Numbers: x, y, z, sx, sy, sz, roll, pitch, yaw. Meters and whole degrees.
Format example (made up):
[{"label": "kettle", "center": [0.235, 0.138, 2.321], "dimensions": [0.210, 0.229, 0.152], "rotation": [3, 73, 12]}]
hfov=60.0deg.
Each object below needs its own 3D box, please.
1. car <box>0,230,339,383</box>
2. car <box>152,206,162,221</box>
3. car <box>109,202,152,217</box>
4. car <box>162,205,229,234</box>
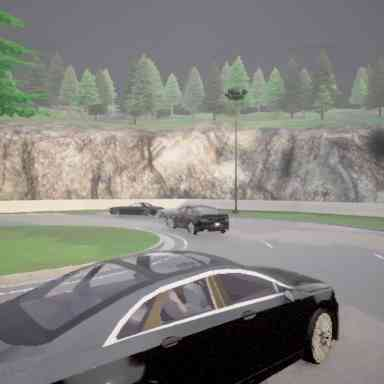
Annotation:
[{"label": "car", "center": [-0.026, 1.492, 4.020], "dimensions": [4.902, 1.511, 2.128], "rotation": [0, 0, -41]}, {"label": "car", "center": [-0.414, 1.599, 24.838], "dimensions": [4.718, 1.301, 1.895], "rotation": [0, 0, 37]}, {"label": "car", "center": [-5.127, 1.599, 30.420], "dimensions": [4.718, 1.301, 1.895], "rotation": [0, 0, 12]}, {"label": "car", "center": [0.215, 1.476, 18.912], "dimensions": [1.882, 1.535, 5.008], "rotation": [1, -1, -25]}]
